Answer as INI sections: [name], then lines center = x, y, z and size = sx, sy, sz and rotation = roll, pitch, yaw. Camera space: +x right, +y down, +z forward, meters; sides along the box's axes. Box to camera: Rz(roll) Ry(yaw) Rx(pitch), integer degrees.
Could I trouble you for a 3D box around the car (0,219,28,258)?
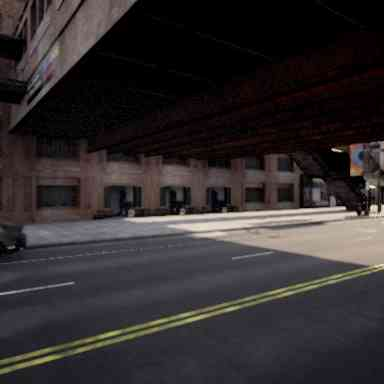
[car]
center = -7.909, 1.481, 10.517
size = 4.892, 1.521, 2.231
rotation = 0, 0, -26
